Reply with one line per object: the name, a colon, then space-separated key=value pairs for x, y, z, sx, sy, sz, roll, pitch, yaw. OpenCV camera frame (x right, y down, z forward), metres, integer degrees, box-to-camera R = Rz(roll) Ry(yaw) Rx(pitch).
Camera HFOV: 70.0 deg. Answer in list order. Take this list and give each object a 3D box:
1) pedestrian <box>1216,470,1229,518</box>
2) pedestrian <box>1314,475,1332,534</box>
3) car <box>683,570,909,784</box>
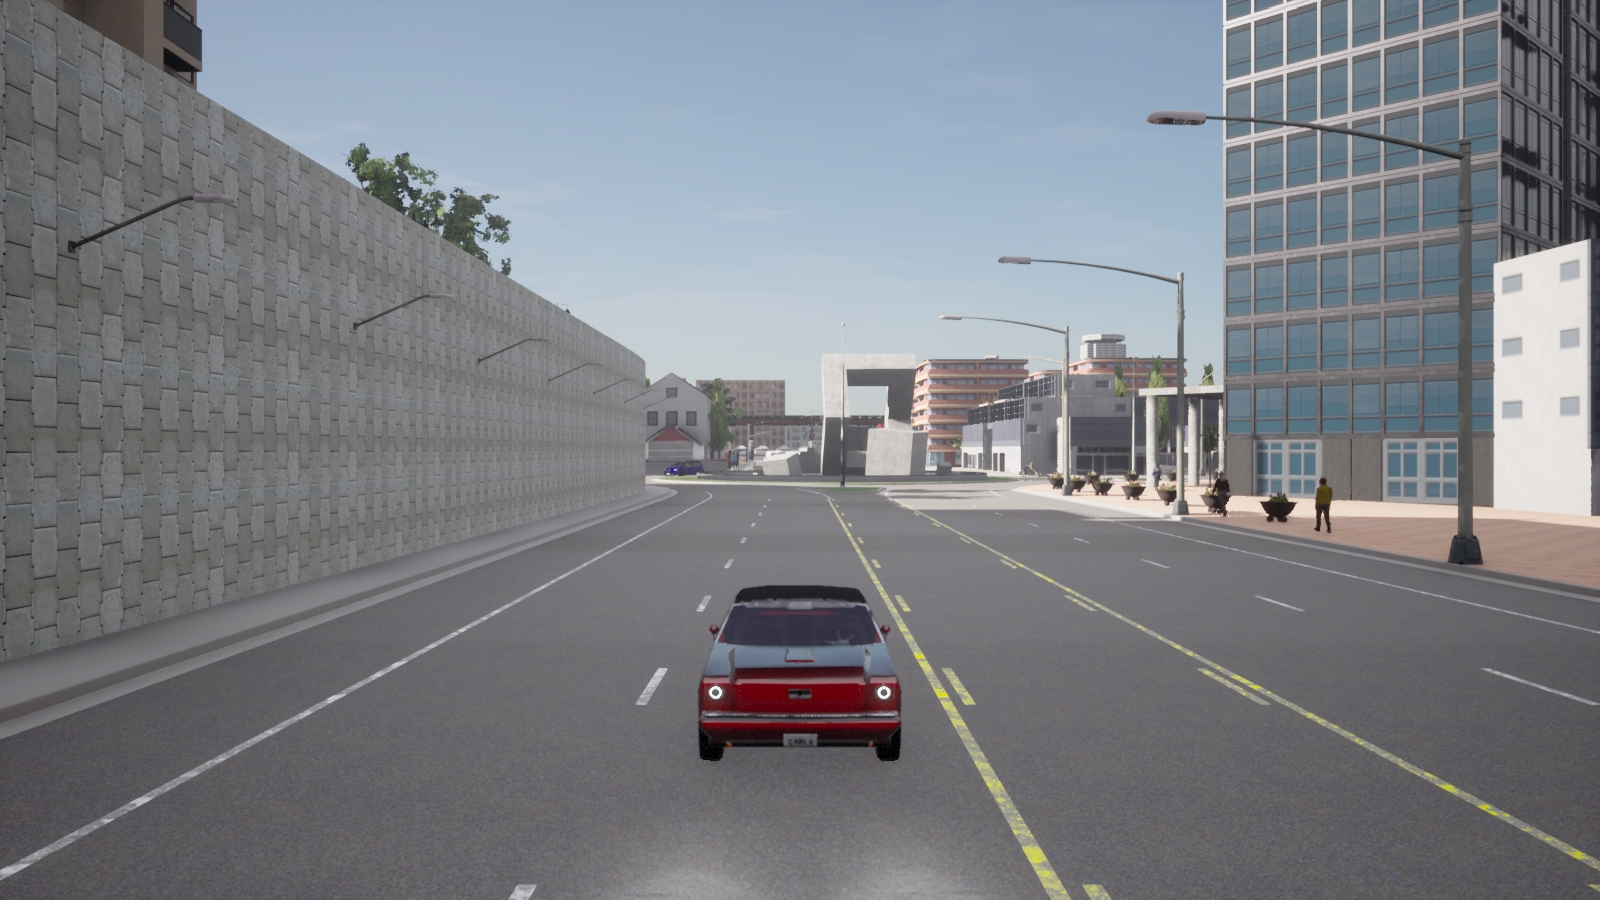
pedestrian: x=16.614 y=1.713 z=44.893 sx=0.375 sy=1.860 sz=0.375 roll=0 pitch=0 yaw=1
pedestrian: x=16.529 y=1.709 z=36.111 sx=0.375 sy=1.860 sz=0.375 roll=0 pitch=0 yaw=0
car: x=-0.034 y=2.160 z=11.965 sx=1.895 sy=1.301 sz=4.718 roll=0 pitch=0 yaw=0
